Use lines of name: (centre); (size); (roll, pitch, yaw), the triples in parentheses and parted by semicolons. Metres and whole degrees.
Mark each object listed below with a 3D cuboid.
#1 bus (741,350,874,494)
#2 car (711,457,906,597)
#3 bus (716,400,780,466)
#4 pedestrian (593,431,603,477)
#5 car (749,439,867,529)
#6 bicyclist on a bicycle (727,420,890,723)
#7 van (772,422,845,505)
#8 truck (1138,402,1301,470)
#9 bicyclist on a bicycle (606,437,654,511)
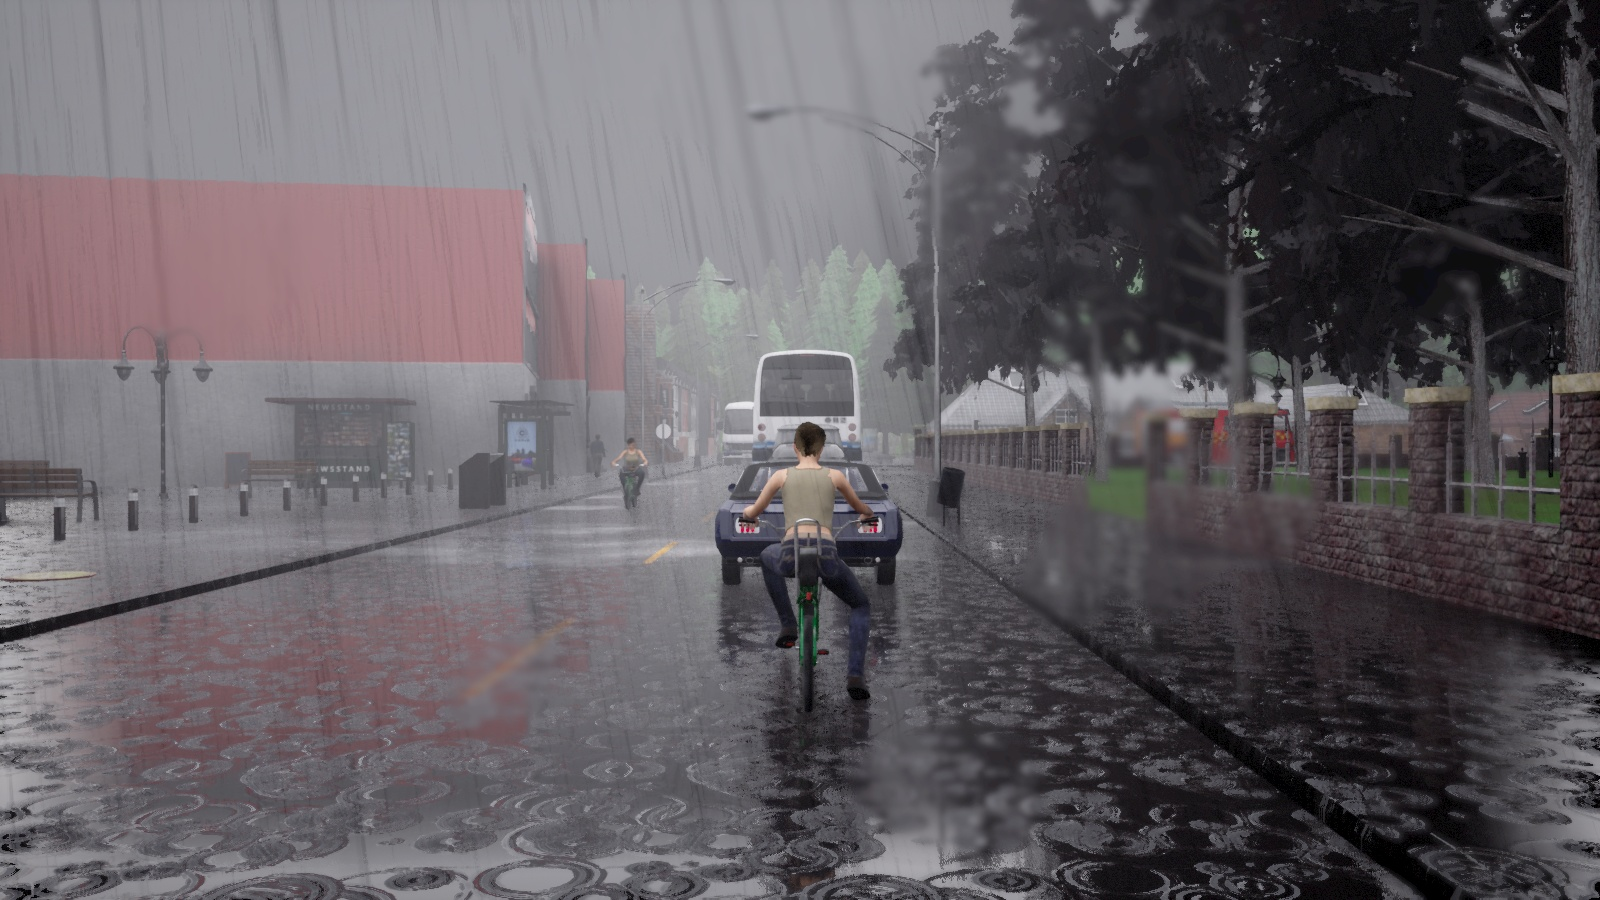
bus: (0.289, -0.869, 42.315); (3.944, 4.253, 10.273); (0, 0, 1)
car: (0.096, 0.765, 14.566); (1.895, 1.301, 4.718); (0, 0, 0)
bus: (-3.422, -1.117, 85.820); (3.944, 4.253, 10.273); (0, 0, 0)
pedestrian: (-8.234, 0.161, 51.167); (0.370, 1.835, 0.726); (0, 0, -6)
car: (0.156, 0.560, 23.591); (2.007, 1.525, 4.514); (0, 0, 0)
bicyclist on a bicycle: (0.050, 0.641, 7.436); (0.866, 1.612, 1.509); (0, 0, 0)
van: (0.217, 0.315, 32.578); (1.775, 1.987, 4.442); (0, 0, 0)
truck: (24.151, -0.808, 72.529); (8.468, 3.827, 2.891); (0, 0, -1)
bicyclist on a bicycle: (-3.808, 0.521, 28.189); (0.866, 1.612, 1.509); (0, 0, 1)
